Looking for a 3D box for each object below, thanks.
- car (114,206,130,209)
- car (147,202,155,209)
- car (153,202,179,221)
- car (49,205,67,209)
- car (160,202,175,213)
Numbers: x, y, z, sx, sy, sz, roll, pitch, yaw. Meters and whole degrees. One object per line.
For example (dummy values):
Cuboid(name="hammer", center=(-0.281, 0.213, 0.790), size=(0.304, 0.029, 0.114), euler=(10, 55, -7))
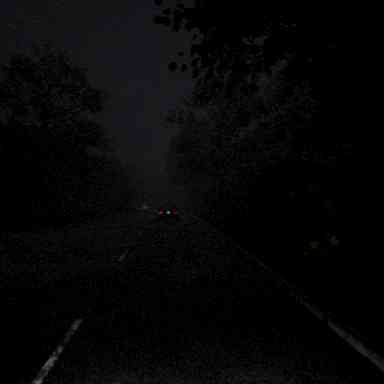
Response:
Cuboid(name="car", center=(-18.053, 3.406, 83.792), size=(4.553, 1.767, 2.097), euler=(-1, -3, 8))
Cuboid(name="car", center=(-8.816, 3.215, 78.754), size=(2.128, 1.511, 4.902), euler=(2, -4, -41))
Cuboid(name="car", center=(-2.086, 1.752, 29.266), size=(2.033, 1.411, 5.357), euler=(-1, -1, -4))
Cuboid(name="car", center=(-33.001, 3.803, 82.861), size=(4.718, 1.301, 1.895), euler=(-1, -3, 4))
Cuboid(name="car", center=(-3.462, 2.149, 46.816), size=(2.033, 1.411, 5.357), euler=(-1, -1, -4))
